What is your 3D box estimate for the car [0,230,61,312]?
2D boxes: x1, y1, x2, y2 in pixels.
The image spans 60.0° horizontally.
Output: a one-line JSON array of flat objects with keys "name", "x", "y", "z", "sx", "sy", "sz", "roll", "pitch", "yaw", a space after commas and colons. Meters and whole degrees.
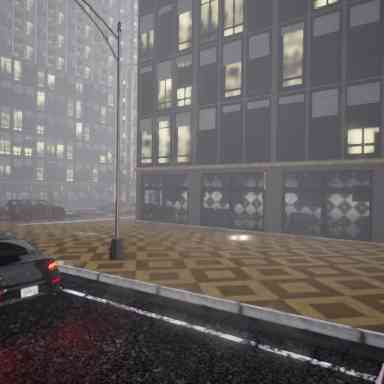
[{"name": "car", "x": -4.638, "y": 1.524, "z": 6.984, "sx": 4.674, "sy": 1.442, "sz": 1.812, "roll": 0, "pitch": 0, "yaw": 35}]

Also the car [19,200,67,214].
[{"name": "car", "x": -17.228, "y": 1.655, "z": 38.592, "sx": 1.752, "sy": 1.417, "sz": 4.829, "roll": 1, "pitch": 0, "yaw": 36}]

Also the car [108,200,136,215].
[{"name": "car", "x": -6.932, "y": 1.839, "z": 38.433, "sx": 1.752, "sy": 1.417, "sz": 4.829, "roll": 1, "pitch": 0, "yaw": 36}]

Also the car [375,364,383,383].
[{"name": "car", "x": 3.250, "y": 1.352, "z": 1.369, "sx": 4.553, "sy": 1.767, "sz": 2.097, "roll": 0, "pitch": 0, "yaw": 35}]

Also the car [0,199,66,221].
[{"name": "car", "x": -13.726, "y": 1.528, "z": 29.218, "sx": 2.192, "sy": 1.841, "sz": 5.009, "roll": 1, "pitch": 0, "yaw": 36}]

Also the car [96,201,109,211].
[{"name": "car", "x": -10.389, "y": 1.803, "z": 43.485, "sx": 1.994, "sy": 1.385, "sz": 4.181, "roll": 1, "pitch": 0, "yaw": 36}]
